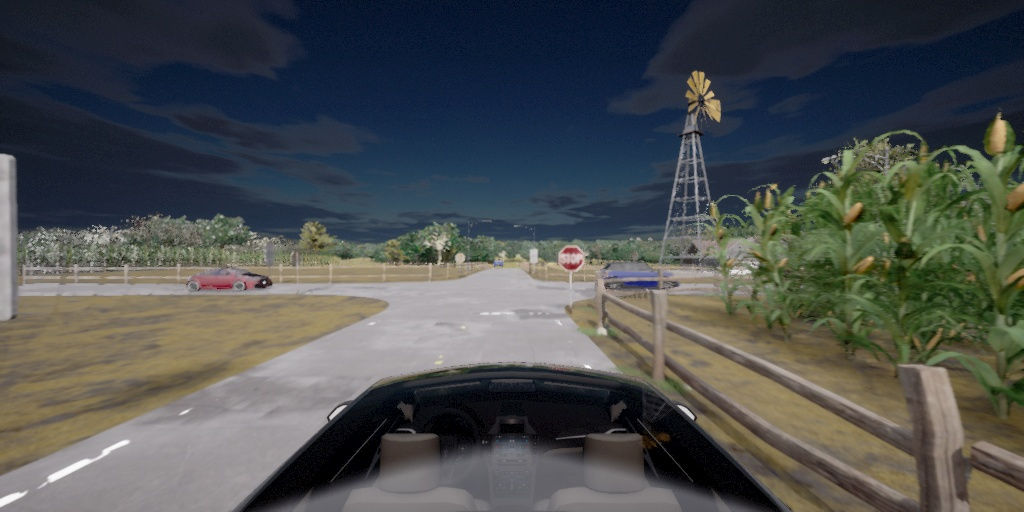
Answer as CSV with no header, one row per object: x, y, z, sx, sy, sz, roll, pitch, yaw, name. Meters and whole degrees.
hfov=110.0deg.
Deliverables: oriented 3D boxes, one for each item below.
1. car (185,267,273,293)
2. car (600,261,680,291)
-16.676,1.386,21.262,4.181,1.385,1.994,0,1,0,car
7.439,1.134,21.284,4.553,1.767,2.097,0,1,0,car
